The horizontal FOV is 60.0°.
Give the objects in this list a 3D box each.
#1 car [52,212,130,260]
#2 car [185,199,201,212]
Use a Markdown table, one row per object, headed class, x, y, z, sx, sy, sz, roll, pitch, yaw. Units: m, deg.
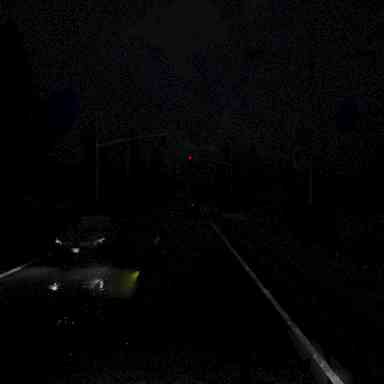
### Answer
| class | x | y | z | sx | sy | sz | roll | pitch | yaw |
| --- | --- | --- | --- | --- | --- | --- | --- | --- | --- |
| car | -3.558 | 1.526 | 12.547 | 1.812 | 1.442 | 4.674 | 0 | 0 | 0 |
| car | 0.070 | 1.546 | 39.600 | 2.033 | 1.411 | 5.357 | 0 | 0 | 0 |
